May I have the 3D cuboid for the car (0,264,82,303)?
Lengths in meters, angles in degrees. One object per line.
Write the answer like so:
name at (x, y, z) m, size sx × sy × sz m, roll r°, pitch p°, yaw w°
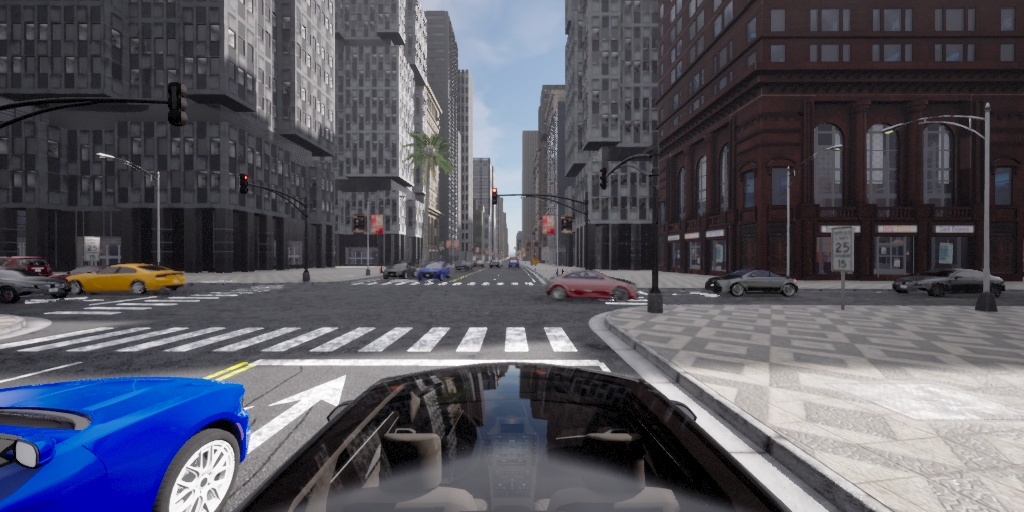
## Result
car at (-22.282, 1.215, 15.637) m, size 4.674 × 1.442 × 1.812 m, roll 0°, pitch 0°, yaw 1°

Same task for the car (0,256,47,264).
car at (-30.612, 0.944, 21.320) m, size 5.009 × 1.841 × 2.192 m, roll 0°, pitch 0°, yaw -1°

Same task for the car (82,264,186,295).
car at (-19.991, 1.160, 18.652) m, size 5.008 × 1.535 × 1.882 m, roll 0°, pitch 1°, yaw -1°

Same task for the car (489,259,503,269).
car at (-2.951, 1.438, 62.490) m, size 1.837 × 1.490 × 4.892 m, roll 0°, pitch 0°, yaw 0°

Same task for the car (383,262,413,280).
car at (-9.704, 1.270, 31.398) m, size 1.837 × 1.490 × 4.892 m, roll 0°, pitch 0°, yaw 0°

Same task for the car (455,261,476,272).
car at (-6.371, 1.430, 47.918) m, size 1.895 × 1.301 × 4.718 m, roll 0°, pitch 0°, yaw 0°

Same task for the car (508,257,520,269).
car at (0.343, 1.408, 62.167) m, size 1.882 × 1.535 × 5.008 m, roll 0°, pitch 0°, yaw 1°

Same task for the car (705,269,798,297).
car at (12.704, 1.381, 19.164) m, size 4.181 × 1.385 × 1.994 m, roll 0°, pitch 0°, yaw 0°

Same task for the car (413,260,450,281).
car at (-6.459, 1.240, 30.059) m, size 1.882 × 1.535 × 5.008 m, roll 0°, pitch 0°, yaw 0°

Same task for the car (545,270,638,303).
car at (3.647, 1.330, 16.666) m, size 4.181 × 1.385 × 1.994 m, roll 1°, pitch 0°, yaw 12°

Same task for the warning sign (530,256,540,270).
warning sign at (3.074, 0.941, 47.326) m, size 1.300 × 1.860 × 1.060 m, roll 0°, pitch 0°, yaw 0°

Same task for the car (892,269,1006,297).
car at (23.206, 1.391, 19.102) m, size 4.674 × 1.442 × 1.812 m, roll 0°, pitch 0°, yaw 0°

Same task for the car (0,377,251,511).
car at (-3.156, 1.228, 1.000) m, size 1.882 × 1.535 × 5.008 m, roll 0°, pitch 0°, yaw 0°
